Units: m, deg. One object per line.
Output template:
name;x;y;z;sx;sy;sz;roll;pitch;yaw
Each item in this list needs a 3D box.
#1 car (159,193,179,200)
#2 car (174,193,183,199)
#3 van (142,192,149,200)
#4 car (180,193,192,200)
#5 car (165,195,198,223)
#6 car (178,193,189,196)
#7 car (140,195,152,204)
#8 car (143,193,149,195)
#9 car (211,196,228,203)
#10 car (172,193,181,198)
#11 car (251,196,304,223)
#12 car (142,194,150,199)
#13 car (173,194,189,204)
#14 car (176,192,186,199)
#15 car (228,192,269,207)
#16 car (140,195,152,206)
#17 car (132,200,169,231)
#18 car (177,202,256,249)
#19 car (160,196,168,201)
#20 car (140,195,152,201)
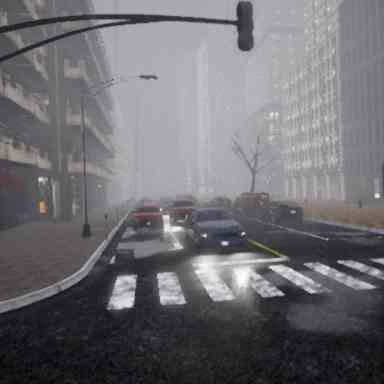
car;-3.389;1.227;44.321;2.128;1.511;4.902;-2;0;-8
car;-3.604;0.952;87.130;2.008;1.369;4.403;-2;0;-8
van;-11.905;1.038;85.965;1.690;1.788;3.998;-2;0;-8
car;-1.297;1.012;70.723;1.947;1.339;4.313;-2;0;-8
car;-0.600;1.291;24.156;1.882;1.535;5.008;-2;1;-8
car;-0.379;1.102;45.159;1.882;1.535;5.008;-2;0;-8
car;-8.054;1.342;58.620;1.947;1.339;4.313;-2;0;-8
car;-6.493;1.340;47.513;1.752;1.417;4.829;-2;0;-8
car;3.316;1.125;37.908;1.947;1.339;4.313;-2;0;-8
car;-4.373;0.937;92.600;2.008;1.369;4.403;-2;0;-8
car;5.623;1.189;21.501;1.947;1.339;4.313;-2;0;-8
car;-12.667;1.226;91.435;1.887;1.381;4.507;-2;0;-8
car;-1.838;1.137;55.226;2.033;1.411;5.357;-2;0;-8
car;-2.839;0.856;81.660;1.967;1.590;4.097;-2;0;-8
car;4.847;0.916;26.969;2.192;1.841;5.009;-2;0;-8
car;-7.263;1.321;52.983;1.752;1.417;4.829;-2;0;-8
car;-2.671;1.463;20.337;1.887;1.381;4.507;-2;0;-8
car;0.790;1.402;14.279;2.033;1.411;5.357;-2;1;-8
car;-1.977;1.376;34.017;1.895;1.301;4.718;-2;0;-8
car;-4.978;1.400;36.744;1.887;1.381;4.507;-2;0;-8
